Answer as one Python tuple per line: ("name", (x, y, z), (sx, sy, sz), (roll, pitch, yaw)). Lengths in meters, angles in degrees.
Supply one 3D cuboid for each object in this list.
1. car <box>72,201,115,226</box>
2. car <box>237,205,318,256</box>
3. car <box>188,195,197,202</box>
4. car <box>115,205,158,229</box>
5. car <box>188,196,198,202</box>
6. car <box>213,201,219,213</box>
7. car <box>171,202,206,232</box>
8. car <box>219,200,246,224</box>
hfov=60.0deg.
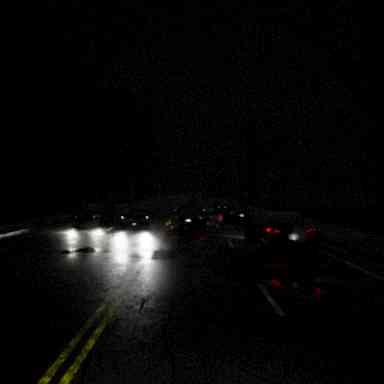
("car", (-6.579, 1.411, 22.792), (1.882, 1.535, 5.008), (0, 0, 0))
("car", (3.262, 1.464, 12.965), (2.163, 1.488, 4.792), (0, 0, 0))
("car", (0.071, 1.502, 74.472), (2.033, 1.411, 5.357), (0, 0, 0))
("car", (-3.330, 1.538, 21.411), (1.895, 1.301, 4.718), (0, 0, 0))
("car", (0.149, 1.474, 57.858), (2.033, 1.411, 5.357), (0, 0, 0))
("car", (3.283, 1.516, 34.967), (1.895, 1.301, 4.718), (0, 0, 0))
("car", (-0.155, 1.505, 19.843), (1.994, 1.385, 4.181), (0, 0, 1))
("car", (3.272, 1.496, 23.936), (1.994, 1.385, 4.181), (0, 0, 0))
